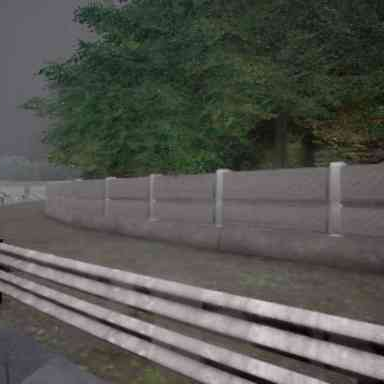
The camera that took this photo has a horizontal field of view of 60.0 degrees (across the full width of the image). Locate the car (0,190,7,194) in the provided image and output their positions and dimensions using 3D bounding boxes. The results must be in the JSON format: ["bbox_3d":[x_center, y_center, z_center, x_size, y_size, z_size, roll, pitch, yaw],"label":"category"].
[{"bbox_3d":[-47.992,0.111,82.217,1.812,1.442,4.674,2,2,11],"label":"car"}]
